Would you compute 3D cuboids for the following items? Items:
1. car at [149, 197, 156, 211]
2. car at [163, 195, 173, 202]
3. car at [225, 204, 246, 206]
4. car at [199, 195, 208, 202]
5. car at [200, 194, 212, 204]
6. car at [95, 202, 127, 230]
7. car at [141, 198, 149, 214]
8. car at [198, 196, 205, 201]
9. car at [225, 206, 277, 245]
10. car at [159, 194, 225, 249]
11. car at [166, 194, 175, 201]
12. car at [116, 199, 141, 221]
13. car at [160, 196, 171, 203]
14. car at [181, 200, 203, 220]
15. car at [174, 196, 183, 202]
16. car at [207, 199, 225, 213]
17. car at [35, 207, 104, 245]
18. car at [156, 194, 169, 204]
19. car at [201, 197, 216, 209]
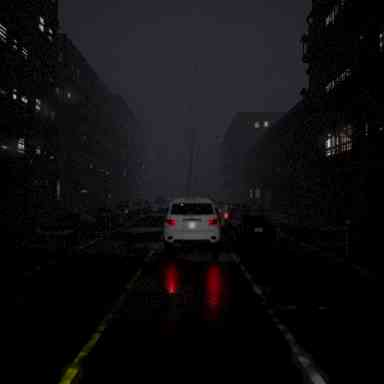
[{"bbox_3d":[-5.683,1.471,38.260,1.967,1.590,4.097,0,0,0],"label":"car"},{"bbox_3d":[-5.685,1.563,78.091,1.967,1.590,4.097,0,0,0],"label":"car"},{"bbox_3d":[2.697,1.450,21.187,1.967,1.590,4.097,0,0,0],"label":"car"},{"bbox_3d":[2.695,1.564,78.088,1.967,1.590,4.097,0,0,0],"label":"car"},{"bbox_3d":[2.696,1.406,66.708,2.192,1.841,5.009,0,0,0],"label":"car"},{"bbox_3d":[-5.684,1.554,21.191,1.887,1.381,4.507,0,0,0],"label":"car"},{"bbox_3d":[-5.685,1.568,32.571,1.887,1.381,4.507,0,0,0],"label":"car"},{"bbox_3d":[2.694,1.762,95.159,1.802,1.307,4.206,0,0,0],"label":"car"},{"bbox_3d":[2.696,1.571,15.497,1.947,1.339,4.313,0,0,0],"label":"car"},{"bbox_3d":[0.000,1.263,14.681,2.150,2.045,5.566,0,0,0],"label":"car"},{"bbox_3d":[-5.684,1.474,89.471,2.192,1.841,5.009,0,0,0],"label":"car"},{"bbox_3d":[-5.683,1.456,26.882,1.967,1.590,4.097,0,0,0],"label":"car"},{"bbox_3d":[-5.685,1.658,72.400,2.008,1.369,4.403,0,0,0],"label":"car"},{"bbox_3d":[0.000,1.537,29.651,1.837,1.490,4.892,0,0,0],"label":"car"},{"bbox_3d":[-3.001,1.658,76.684,1.895,1.301,4.718,0,0,0],"label":"car"},{"bbox_3d":[2.696,1.557,38.426,1.752,1.417,4.829,0,0,0],"label":"car"},{"bbox_3d":[-5.684,1.587,15.501,1.802,1.307,4.206,0,0,0],"label":"car"},{"bbox_3d":[-5.684,1.391,61.020,2.192,1.841,5.009,0,0,0],"label":"car"},{"bbox_3d":[2.355,1.552,48.658,1.837,1.490,4.892,0,0,0],"label":"car"}]
